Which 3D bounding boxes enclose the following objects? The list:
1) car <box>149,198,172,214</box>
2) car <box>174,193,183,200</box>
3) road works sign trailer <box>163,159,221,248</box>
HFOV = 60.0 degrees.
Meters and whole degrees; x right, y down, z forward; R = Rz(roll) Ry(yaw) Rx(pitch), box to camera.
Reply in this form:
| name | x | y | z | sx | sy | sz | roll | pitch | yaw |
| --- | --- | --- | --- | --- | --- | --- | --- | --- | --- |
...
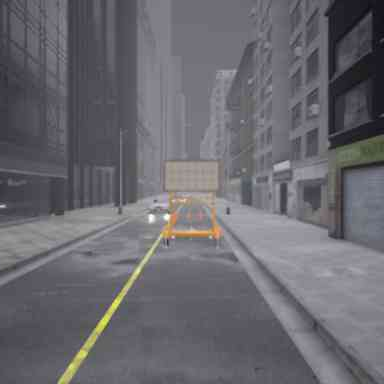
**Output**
| name | x | y | z | sx | sy | sz | roll | pitch | yaw |
| --- | --- | --- | --- | --- | --- | --- | --- | --- | --- |
| car | -3.097 | 1.324 | 33.079 | 1.812 | 1.442 | 4.674 | 0 | 0 | 0 |
| car | -3.010 | 0.974 | 73.862 | 1.812 | 1.442 | 4.674 | 0 | 0 | 0 |
| road works sign trailer | -0.001 | 0.378 | 14.247 | 2.380 | 3.560 | 2.880 | 0 | 0 | 0 |
